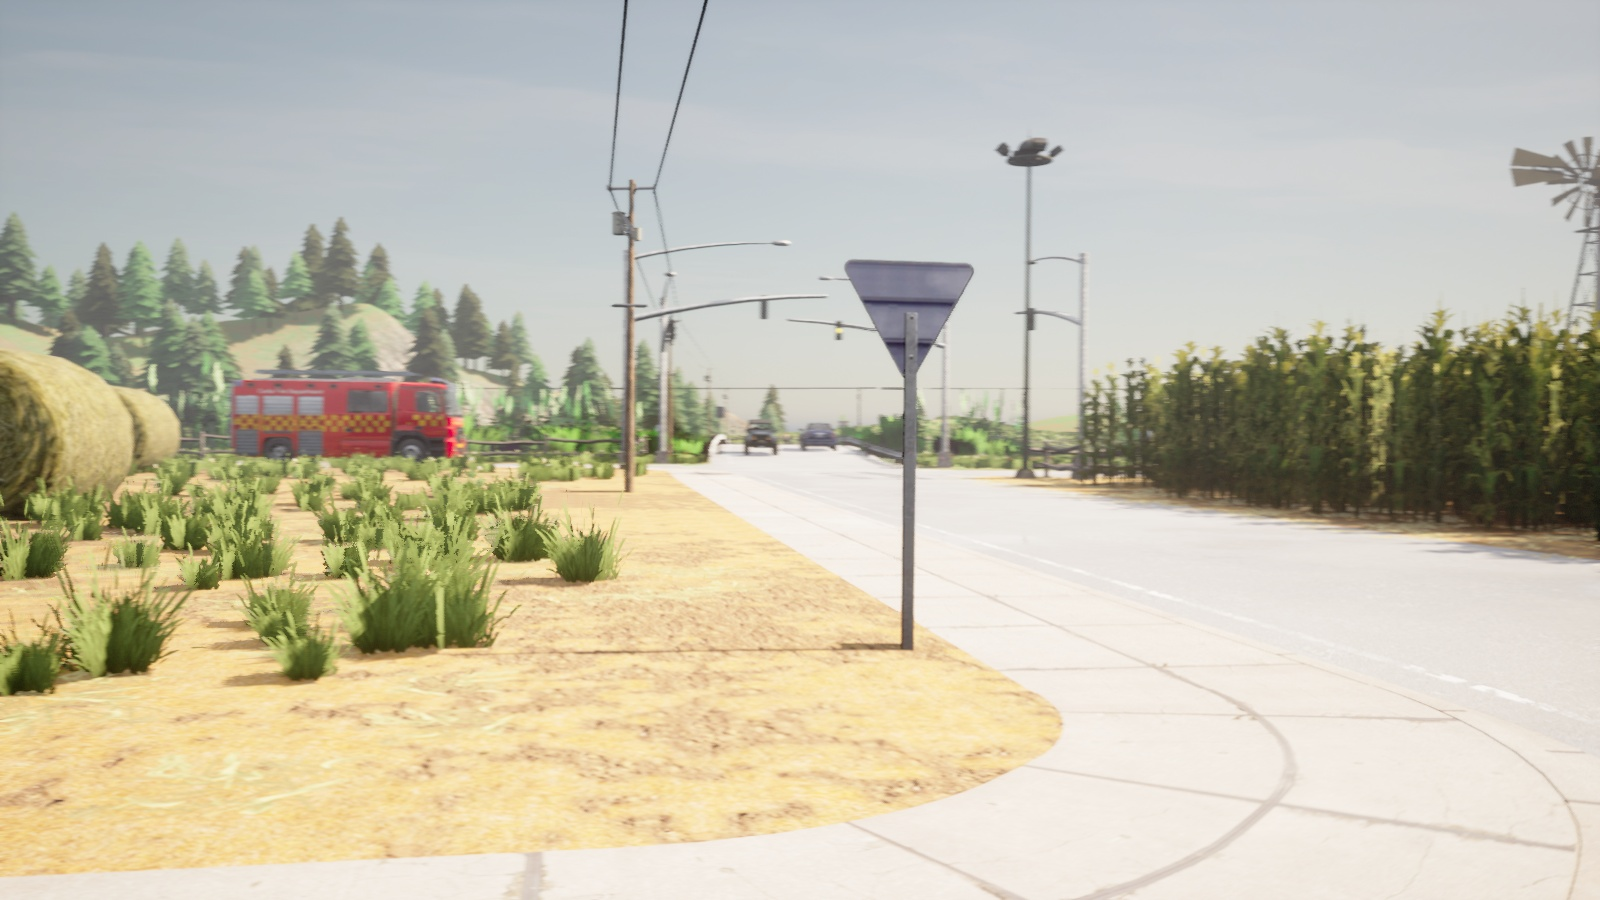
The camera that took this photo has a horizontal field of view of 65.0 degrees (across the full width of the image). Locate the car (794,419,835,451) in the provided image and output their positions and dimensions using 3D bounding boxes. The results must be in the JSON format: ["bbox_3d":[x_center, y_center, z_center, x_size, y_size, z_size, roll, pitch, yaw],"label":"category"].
[{"bbox_3d":[0.821,-0.931,74.774,2.097,1.767,4.553,-1,3,-3],"label":"car"}]

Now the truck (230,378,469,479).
[{"bbox_3d":[-17.734,-0.865,49.982,8.468,3.827,2.891,-1,1,-6],"label":"truck"}]

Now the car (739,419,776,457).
[{"bbox_3d":[-2.381,-0.688,69.667,1.905,1.878,3.866,-1,4,-4],"label":"car"}]
